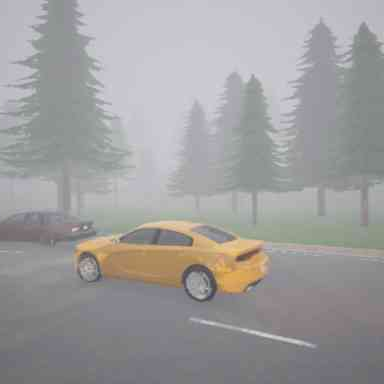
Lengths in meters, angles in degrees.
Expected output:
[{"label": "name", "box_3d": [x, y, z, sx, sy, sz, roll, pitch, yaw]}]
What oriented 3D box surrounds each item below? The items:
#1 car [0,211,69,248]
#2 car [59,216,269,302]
[{"label": "car", "box_3d": [-6.866, 1.552, 14.566, 5.357, 1.411, 2.033, 0, 0, 15]}, {"label": "car", "box_3d": [-0.686, 1.453, 8.161, 5.008, 1.535, 1.882, 0, 0, 29]}]
